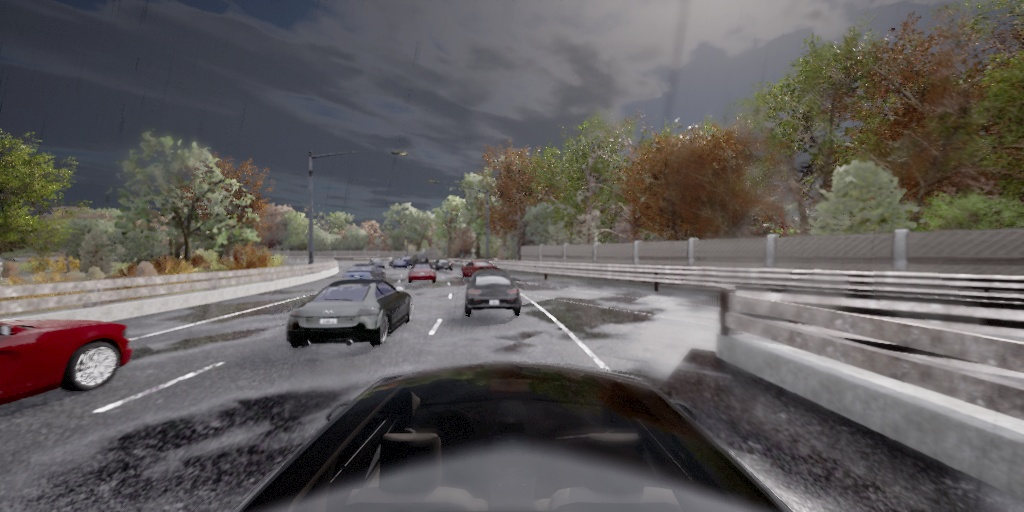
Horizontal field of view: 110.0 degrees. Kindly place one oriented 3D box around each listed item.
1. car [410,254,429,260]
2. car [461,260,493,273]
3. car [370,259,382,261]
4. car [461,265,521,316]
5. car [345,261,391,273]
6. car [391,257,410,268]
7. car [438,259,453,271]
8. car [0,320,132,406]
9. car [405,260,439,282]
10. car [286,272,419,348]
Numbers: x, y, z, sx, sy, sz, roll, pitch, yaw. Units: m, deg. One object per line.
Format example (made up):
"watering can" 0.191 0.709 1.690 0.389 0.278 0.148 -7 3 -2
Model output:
"car" -14.564 0.761 56.081 2.150 2.045 5.566 0 0 -28
"car" -2.775 1.116 29.338 1.882 1.535 5.008 0 0 -24
"car" -18.814 1.120 49.583 2.033 1.411 5.357 0 0 -27
"car" -0.754 1.230 13.103 1.812 1.442 4.674 0 0 -5
"car" -9.280 1.220 22.702 2.033 1.411 5.357 0 0 -12
"car" -17.273 1.117 53.989 1.994 1.385 4.181 0 0 -28
"car" -8.530 1.112 43.740 1.812 1.442 4.674 0 0 -21
"car" -7.018 1.227 3.659 1.882 1.535 5.008 0 0 -2
"car" -6.802 1.216 27.220 1.994 1.385 4.181 0 0 -14
"car" -3.874 1.287 9.261 1.994 1.385 4.181 0 0 -5
